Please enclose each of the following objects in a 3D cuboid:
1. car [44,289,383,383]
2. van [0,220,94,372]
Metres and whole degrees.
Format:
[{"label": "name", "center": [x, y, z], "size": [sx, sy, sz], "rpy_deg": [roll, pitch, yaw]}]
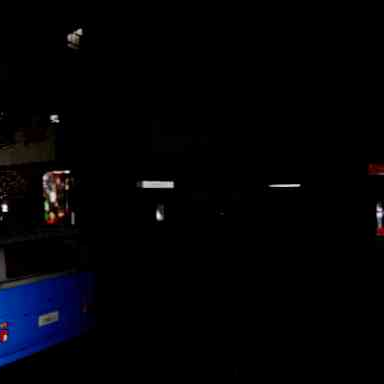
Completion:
[{"label": "car", "center": [1.294, 1.545, 1.955], "size": [4.507, 1.381, 1.887], "rpy_deg": [0, 0, 35]}, {"label": "van", "center": [-3.291, 1.342, 5.224], "size": [3.998, 1.788, 1.690], "rpy_deg": [0, 0, 35]}]
